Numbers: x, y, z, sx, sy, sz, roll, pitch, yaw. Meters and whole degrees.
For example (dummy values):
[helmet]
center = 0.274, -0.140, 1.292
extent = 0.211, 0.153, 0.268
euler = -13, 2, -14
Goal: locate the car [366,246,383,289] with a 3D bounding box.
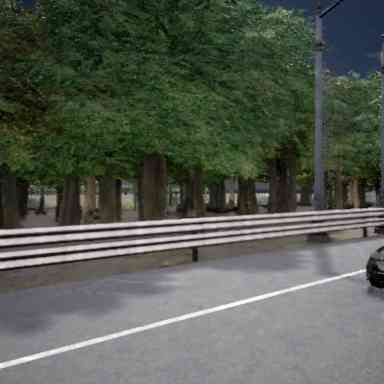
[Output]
[car]
center = 5.988, 1.528, 7.829
extent = 4.181, 1.385, 1.994
euler = 0, 0, -34
